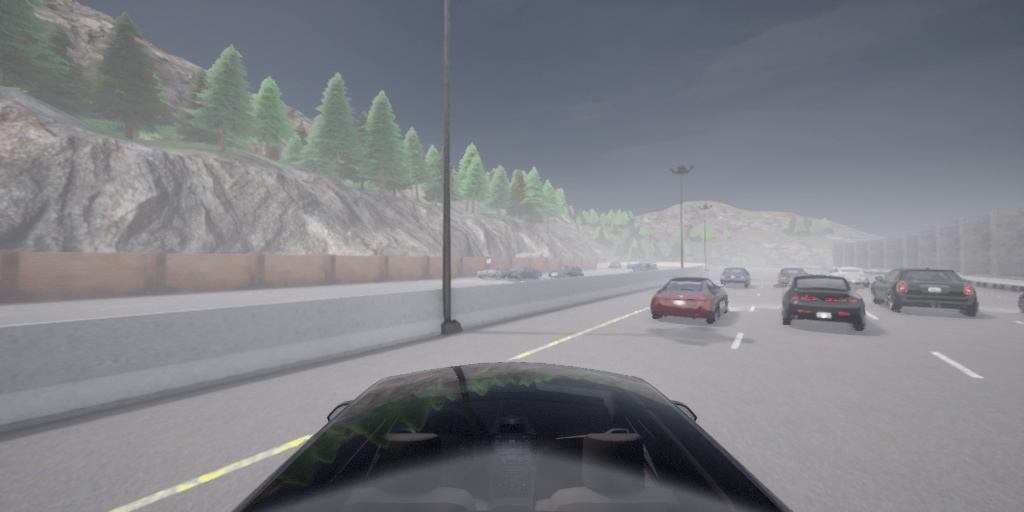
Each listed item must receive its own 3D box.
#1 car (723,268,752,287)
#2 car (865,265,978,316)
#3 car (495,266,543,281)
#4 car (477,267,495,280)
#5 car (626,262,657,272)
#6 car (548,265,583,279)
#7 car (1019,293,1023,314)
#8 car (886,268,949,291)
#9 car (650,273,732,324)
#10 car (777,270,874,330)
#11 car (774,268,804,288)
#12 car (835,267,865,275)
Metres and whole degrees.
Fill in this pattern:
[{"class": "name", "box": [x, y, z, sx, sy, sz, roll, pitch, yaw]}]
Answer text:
[{"class": "car", "box": [17.368, 1.606, 27.876, 2.033, 1.411, 5.357, -1, -1, 36]}, {"class": "car", "box": [16.294, 1.250, 14.468, 2.097, 1.767, 4.553, -1, -1, 36]}, {"class": "car", "box": [1.016, 1.702, 35.442, 2.033, 1.411, 5.357, -1, -1, 36]}, {"class": "car", "box": [-1.588, 1.785, 37.821, 1.895, 1.301, 4.718, -1, -1, 36]}, {"class": "car", "box": [16.307, 1.617, 45.079, 2.097, 1.767, 4.553, 0, -1, 34]}, {"class": "car", "box": [5.339, 1.645, 35.477, 2.128, 1.511, 4.902, 0, -1, 36]}, {"class": "car", "box": [18.093, 1.382, 11.008, 1.812, 1.442, 4.674, -1, -1, 36]}, {"class": "car", "box": [28.333, 1.588, 25.220, 1.994, 1.385, 4.181, 0, -1, 35]}, {"class": "car", "box": [6.435, 1.447, 12.863, 1.994, 1.385, 4.181, -1, -1, 36]}, {"class": "car", "box": [9.968, 1.374, 11.762, 1.837, 1.490, 4.892, -1, 0, 36]}, {"class": "car", "box": [20.228, 1.581, 25.860, 2.033, 1.411, 5.357, -1, -1, 36]}, {"class": "car", "box": [25.499, 1.575, 27.284, 1.812, 1.442, 4.674, 0, -1, 35]}]
